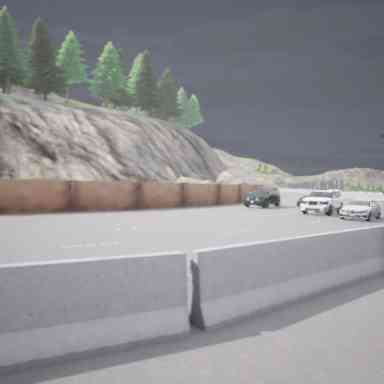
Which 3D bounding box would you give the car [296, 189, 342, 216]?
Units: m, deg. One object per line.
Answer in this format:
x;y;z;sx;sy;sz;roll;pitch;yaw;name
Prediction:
10.914;0.813;27.565;2.150;2.045;5.566;2;2;38;car

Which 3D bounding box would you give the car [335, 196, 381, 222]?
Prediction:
11.999;1.225;23.540;1.812;1.442;4.674;2;2;41;car

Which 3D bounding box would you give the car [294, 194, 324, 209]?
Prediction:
13.033;0.979;36.686;2.033;1.411;5.357;2;1;31;car

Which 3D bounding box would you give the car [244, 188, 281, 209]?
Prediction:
7.416;0.595;34.500;2.150;2.045;5.566;2;2;35;car
